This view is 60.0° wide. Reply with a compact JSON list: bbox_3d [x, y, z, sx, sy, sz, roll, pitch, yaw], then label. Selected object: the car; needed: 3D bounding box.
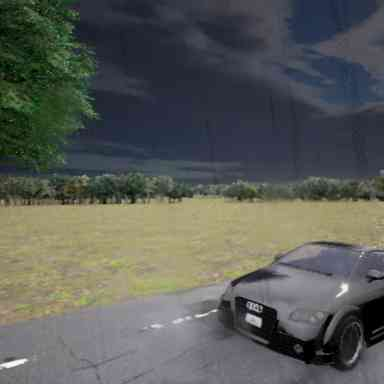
[{"bbox_3d":[2.475,1.591,5.756,4.181,1.385,1.994,0,0,-35],"label":"car"}]
